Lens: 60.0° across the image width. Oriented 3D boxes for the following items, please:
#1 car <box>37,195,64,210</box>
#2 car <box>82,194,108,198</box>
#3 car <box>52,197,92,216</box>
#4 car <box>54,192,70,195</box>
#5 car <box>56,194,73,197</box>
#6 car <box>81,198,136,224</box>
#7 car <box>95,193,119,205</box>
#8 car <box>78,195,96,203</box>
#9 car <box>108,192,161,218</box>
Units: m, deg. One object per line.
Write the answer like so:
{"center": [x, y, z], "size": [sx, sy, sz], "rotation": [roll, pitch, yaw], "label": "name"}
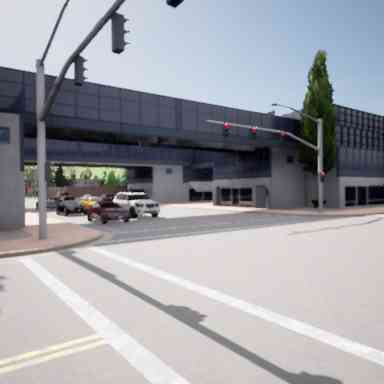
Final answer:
{"center": [-16.889, 1.404, 38.939], "size": [1.812, 1.442, 4.674], "rotation": [-1, 1, -35], "label": "car"}
{"center": [-10.579, 1.301, 36.105], "size": [1.882, 1.535, 5.008], "rotation": [-1, 1, -35], "label": "car"}
{"center": [-11.131, 1.440, 30.829], "size": [1.994, 1.385, 4.181], "rotation": [-1, 1, -37], "label": "car"}
{"center": [-23.738, 0.997, 60.793], "size": [2.150, 2.045, 5.566], "rotation": [-1, 1, -36], "label": "car"}
{"center": [-16.470, 1.331, 44.385], "size": [1.837, 1.490, 4.892], "rotation": [-1, 1, -35], "label": "car"}
{"center": [-6.049, 1.399, 23.728], "size": [1.812, 1.442, 4.674], "rotation": [-1, 1, -36], "label": "car"}
{"center": [-13.457, 1.070, 52.529], "size": [2.097, 1.767, 4.553], "rotation": [-1, 1, -35], "label": "car"}
{"center": [-19.136, 1.246, 60.572], "size": [1.812, 1.442, 4.674], "rotation": [-1, 1, -34], "label": "car"}
{"center": [-4.781, 1.042, 27.962], "size": [2.150, 2.045, 5.566], "rotation": [-1, 1, -35], "label": "car"}
